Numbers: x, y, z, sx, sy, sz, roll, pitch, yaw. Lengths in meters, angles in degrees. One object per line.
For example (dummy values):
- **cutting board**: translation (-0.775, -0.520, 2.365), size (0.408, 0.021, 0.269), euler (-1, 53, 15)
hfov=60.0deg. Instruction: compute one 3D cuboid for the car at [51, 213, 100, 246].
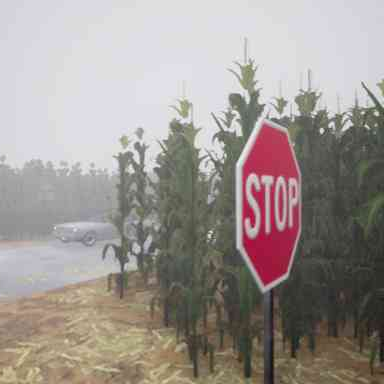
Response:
- **car**: translation (-3.998, 1.621, 15.546), size (1.895, 1.301, 4.718), euler (0, 0, 37)
